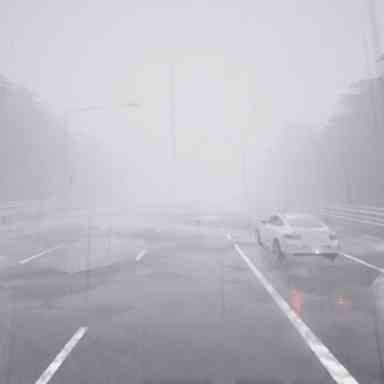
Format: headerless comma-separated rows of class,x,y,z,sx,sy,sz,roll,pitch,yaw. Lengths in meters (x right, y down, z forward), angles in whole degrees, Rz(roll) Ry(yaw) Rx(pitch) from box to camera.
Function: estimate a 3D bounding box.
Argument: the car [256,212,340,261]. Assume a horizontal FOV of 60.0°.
car,3.543,1.439,11.775,1.812,1.442,4.674,0,0,0
